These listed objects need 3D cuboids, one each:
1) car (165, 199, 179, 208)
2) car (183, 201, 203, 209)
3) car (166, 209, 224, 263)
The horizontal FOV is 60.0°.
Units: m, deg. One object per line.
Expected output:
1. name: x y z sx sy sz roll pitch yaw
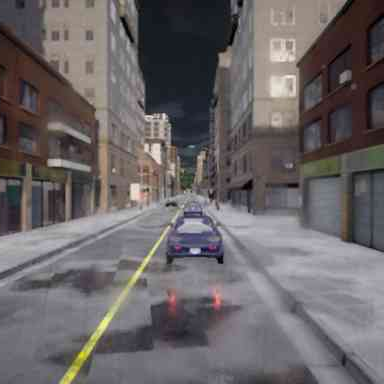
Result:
1. car: -3.013 1.717 50.242 1.895 1.301 4.718 0 0 0
2. car: 0.092 1.624 32.465 2.033 1.411 5.357 0 0 0
3. car: 0.093 1.553 11.998 1.812 1.442 4.674 0 0 0
